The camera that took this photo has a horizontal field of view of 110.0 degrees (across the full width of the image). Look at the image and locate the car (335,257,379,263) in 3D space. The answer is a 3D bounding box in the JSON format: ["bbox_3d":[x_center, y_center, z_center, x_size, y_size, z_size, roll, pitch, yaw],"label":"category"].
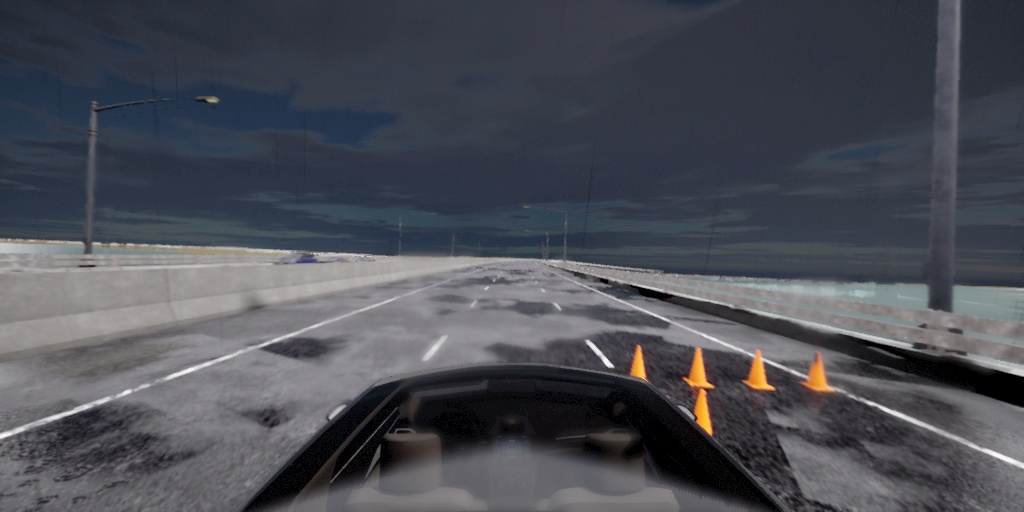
[{"bbox_3d":[-13.717,0.849,32.908,2.128,1.511,4.902,2,0,1],"label":"car"}]

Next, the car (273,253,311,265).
[{"bbox_3d":[-20.680,0.464,34.528,2.097,1.767,4.553,2,0,1],"label":"car"}]

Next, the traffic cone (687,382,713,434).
[{"bbox_3d":[2.103,1.789,4.002,0.340,0.580,0.340,0,0,0],"label":"traffic cone"}]

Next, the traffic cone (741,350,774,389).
[{"bbox_3d":[4.102,1.867,6.001,0.340,0.580,0.340,0,0,0],"label":"traffic cone"}]

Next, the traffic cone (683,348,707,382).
[{"bbox_3d":[3.103,1.831,6.001,0.340,0.580,0.340,0,0,0],"label":"traffic cone"}]

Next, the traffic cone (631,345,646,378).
[{"bbox_3d":[2.104,1.795,6.002,0.340,0.580,0.340,0,0,0],"label":"traffic cone"}]

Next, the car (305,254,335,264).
[{"bbox_3d":[-17.181,0.786,34.646,2.033,1.411,5.357,2,0,1],"label":"car"}]

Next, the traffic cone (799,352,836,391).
[{"bbox_3d":[5.101,1.903,6.000,0.340,0.580,0.340,0,0,0],"label":"traffic cone"}]
